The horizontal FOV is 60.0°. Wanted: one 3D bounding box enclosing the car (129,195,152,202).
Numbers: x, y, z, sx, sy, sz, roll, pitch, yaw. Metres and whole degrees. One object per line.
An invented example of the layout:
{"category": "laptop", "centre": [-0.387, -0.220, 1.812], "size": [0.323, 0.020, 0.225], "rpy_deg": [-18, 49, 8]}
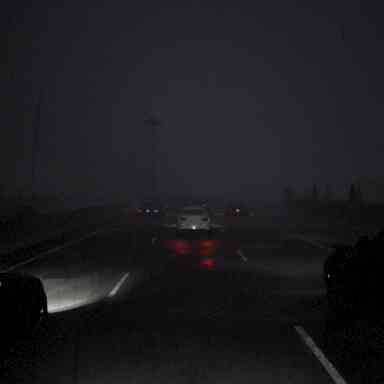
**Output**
{"category": "car", "centre": [-8.281, 1.349, 57.277], "size": [2.128, 1.511, 4.902], "rpy_deg": [0, 0, 19]}

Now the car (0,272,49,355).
{"category": "car", "centre": [-3.400, 1.553, 3.911], "size": [1.994, 1.385, 4.181], "rpy_deg": [0, 0, 0]}

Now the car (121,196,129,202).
{"category": "car", "centre": [-11.008, 1.339, 60.076], "size": [1.882, 1.535, 5.008], "rpy_deg": [0, 0, 20]}

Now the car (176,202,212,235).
{"category": "car", "centre": [0.103, 1.476, 18.359], "size": [1.812, 1.442, 4.674], "rpy_deg": [0, 0, 0]}

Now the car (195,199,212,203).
{"category": "car", "centre": [1.151, 1.434, 36.796], "size": [2.033, 1.411, 5.357], "rpy_deg": [0, 0, 9]}

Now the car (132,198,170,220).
{"category": "car", "centre": [-3.233, 1.470, 27.679], "size": [2.033, 1.411, 5.357], "rpy_deg": [0, 0, 3]}

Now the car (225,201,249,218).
{"category": "car", "centre": [3.913, 1.476, 29.316], "size": [1.994, 1.385, 4.181], "rpy_deg": [0, 0, 4]}

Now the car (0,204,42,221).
{"category": "car", "centre": [-10.542, 1.471, 19.703], "size": [1.812, 1.442, 4.674], "rpy_deg": [0, 0, 1]}

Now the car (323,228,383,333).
{"category": "car", "centre": [3.600, 1.211, 4.065], "size": [2.150, 2.045, 5.566], "rpy_deg": [0, 0, 0]}

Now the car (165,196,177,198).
{"category": "car", "centre": [-3.756, 1.400, 59.420], "size": [1.994, 1.385, 4.181], "rpy_deg": [0, 0, 21]}
